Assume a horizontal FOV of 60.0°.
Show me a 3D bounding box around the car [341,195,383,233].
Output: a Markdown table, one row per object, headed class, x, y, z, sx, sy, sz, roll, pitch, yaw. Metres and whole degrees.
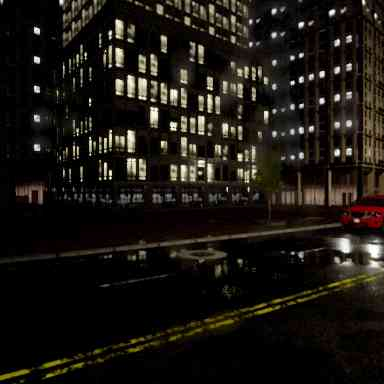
| class | x | y | z | sx | sy | sz | roll | pitch | yaw |
| --- | --- | --- | --- | --- | --- | --- | --- | --- | --- |
| car | 11.196 | 1.219 | 19.900 | 5.566 | 2.045 | 2.150 | 0 | 0 | -38 |
